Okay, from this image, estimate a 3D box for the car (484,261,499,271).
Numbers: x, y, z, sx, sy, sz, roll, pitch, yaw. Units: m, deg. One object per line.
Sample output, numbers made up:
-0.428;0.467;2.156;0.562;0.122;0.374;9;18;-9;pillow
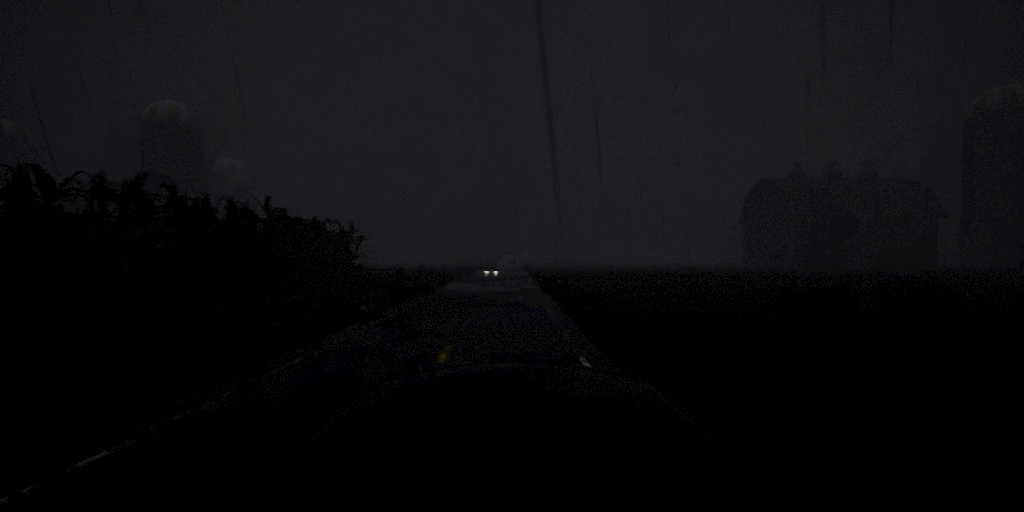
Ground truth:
-2.832;1.368;50.885;2.033;1.411;5.357;0;0;0;car
